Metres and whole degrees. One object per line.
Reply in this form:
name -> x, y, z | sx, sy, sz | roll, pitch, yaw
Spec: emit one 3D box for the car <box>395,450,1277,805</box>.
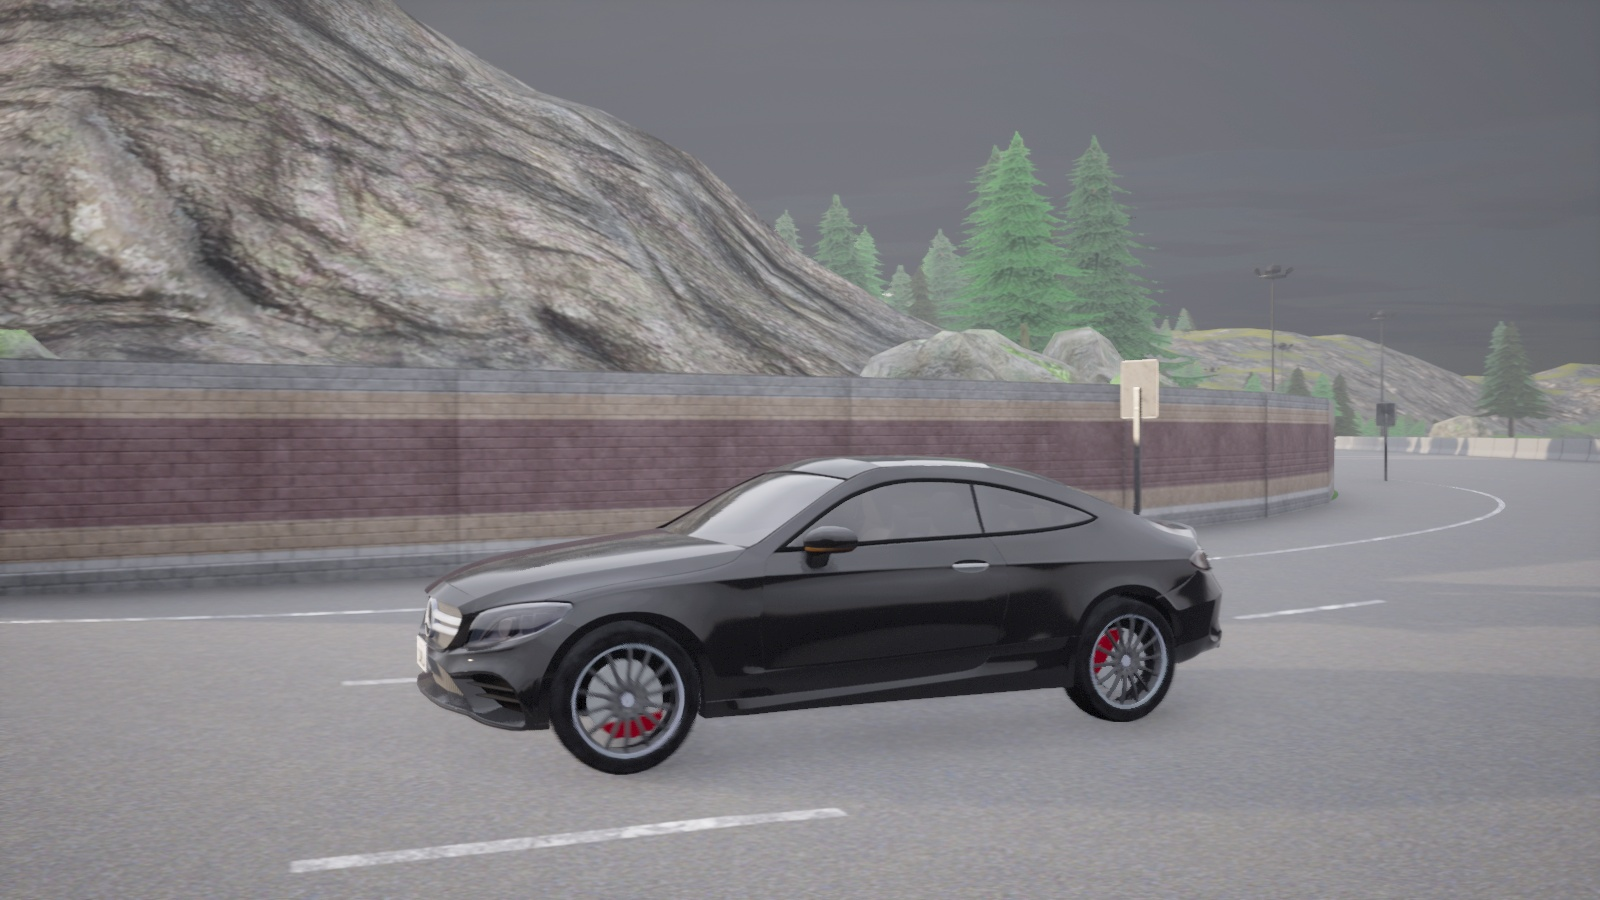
car -> 0.264, 0.754, 7.129 | 4.674, 1.442, 1.812 | -1, 0, -25
